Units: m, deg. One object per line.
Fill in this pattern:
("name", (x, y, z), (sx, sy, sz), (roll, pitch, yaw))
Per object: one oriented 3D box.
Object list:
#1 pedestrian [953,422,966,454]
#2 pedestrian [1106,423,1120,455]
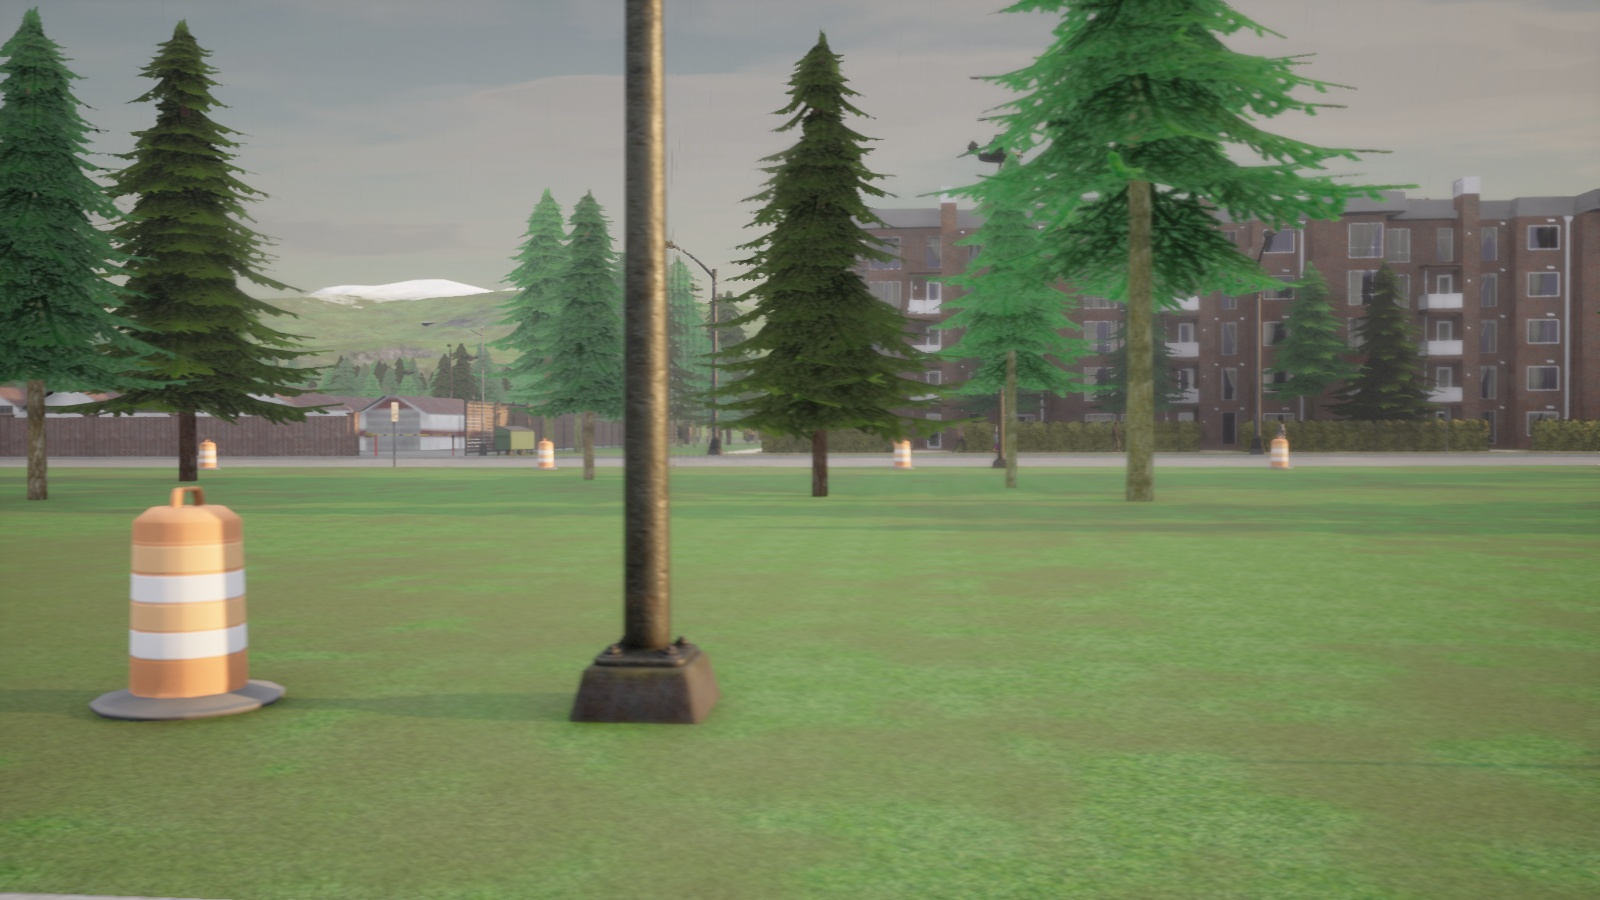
("pedestrian", (9.239, -0.681, 72.794), (0.694, 1.848, 0.540), (0, 1, 5))
("pedestrian", (17.983, -0.636, 72.179), (0.703, 1.840, 0.431), (0, 1, 5))
